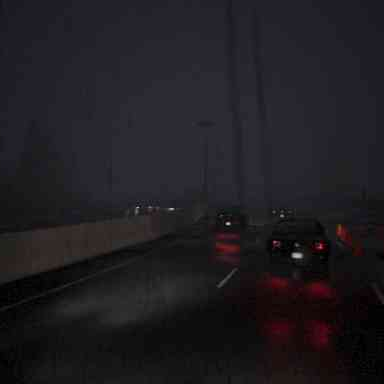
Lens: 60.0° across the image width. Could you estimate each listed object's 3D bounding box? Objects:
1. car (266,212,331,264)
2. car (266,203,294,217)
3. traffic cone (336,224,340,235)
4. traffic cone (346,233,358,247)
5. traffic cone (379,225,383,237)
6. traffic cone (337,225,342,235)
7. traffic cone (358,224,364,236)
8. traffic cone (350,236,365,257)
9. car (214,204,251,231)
[{"bbox_3d":[3.841,1.618,12.090,1.895,1.301,4.718,0,0,18],"label":"car"},{"bbox_3d":[7.587,1.646,29.091,1.895,1.301,4.718,0,0,8],"label":"car"},{"bbox_3d":[7.772,1.976,17.513,0.340,0.580,0.340,0,0,18],"label":"traffic cone"},{"bbox_3d":[6.531,1.971,13.710,0.340,0.580,0.340,0,0,18],"label":"traffic cone"},{"bbox_3d":[9.674,1.971,16.893,0.340,0.580,0.340,0,0,18],"label":"traffic cone"},{"bbox_3d":[7.152,1.973,15.612,0.340,0.580,0.340,0,0,18],"label":"traffic cone"},{"bbox_3d":[8.723,1.973,17.203,0.340,0.580,0.340,0,0,18],"label":"traffic cone"},{"bbox_3d":[5.911,1.968,11.809,0.340,0.580,0.340,0,0,18],"label":"traffic cone"},{"bbox_3d":[2.618,1.545,21.284,1.837,1.490,4.892,0,0,13],"label":"car"}]
